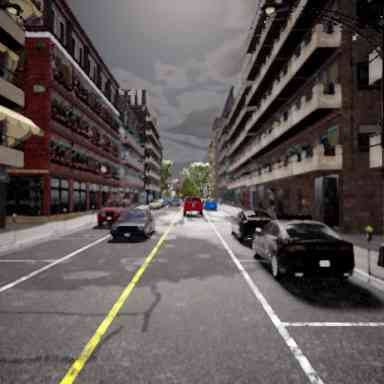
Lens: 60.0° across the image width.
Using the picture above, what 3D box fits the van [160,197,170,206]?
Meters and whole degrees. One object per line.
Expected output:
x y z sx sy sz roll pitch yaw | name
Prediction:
-5.685 1.893 69.903 1.690 1.788 3.998 1 0 0 | van

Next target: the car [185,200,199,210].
0.013 1.947 50.653 2.033 1.411 5.357 0 0 0 | car

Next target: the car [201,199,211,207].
2.672 2.051 64.292 1.887 1.381 4.507 1 0 0 | car

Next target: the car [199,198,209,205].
2.659 2.161 75.434 1.947 1.339 4.313 1 0 0 | car

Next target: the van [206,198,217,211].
2.701 1.716 47.581 1.690 1.788 3.998 1 0 0 | van

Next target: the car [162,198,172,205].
-5.688 2.147 75.471 2.008 1.369 4.403 1 0 0 | car

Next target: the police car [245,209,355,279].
3.133 1.507 10.435 1.930 1.638 5.238 0 0 0 | police car

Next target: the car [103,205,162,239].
-3.102 1.695 18.591 2.033 1.411 5.357 0 0 0 | car

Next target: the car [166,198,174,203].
-5.690 2.235 86.615 2.008 1.369 4.403 1 0 0 | car

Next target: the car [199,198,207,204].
2.658 2.221 81.005 1.802 1.307 4.206 1 0 0 | car

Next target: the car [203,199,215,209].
2.702 1.945 53.321 1.752 1.417 4.829 1 0 0 | car

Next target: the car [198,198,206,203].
2.657 2.278 92.147 2.008 1.369 4.403 1 0 0 | car

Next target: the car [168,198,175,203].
-5.691 2.310 92.185 1.802 1.307 4.206 1 0 0 | car

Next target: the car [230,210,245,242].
3.144 1.641 17.325 1.837 1.490 4.892 0 0 0 | car

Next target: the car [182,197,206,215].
0.089 1.520 37.575 2.150 2.045 5.566 0 0 -1 | car

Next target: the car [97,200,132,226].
-5.679 1.516 25.336 2.192 1.841 5.009 1 0 0 | car

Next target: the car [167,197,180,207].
-3.048 1.996 59.755 1.812 1.442 4.674 0 0 1 | car

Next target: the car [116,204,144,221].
-5.683 1.826 30.905 1.802 1.307 4.206 1 0 0 | car

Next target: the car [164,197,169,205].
-5.687 2.030 58.760 1.947 1.339 4.313 1 0 0 | car

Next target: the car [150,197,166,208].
-5.685 1.944 53.019 1.752 1.417 4.829 1 0 0 | car
